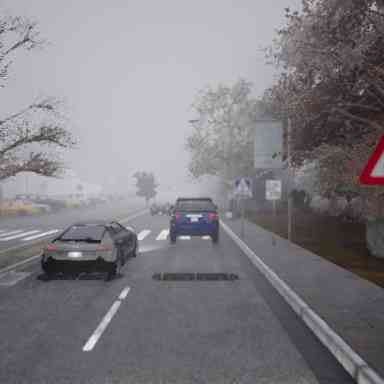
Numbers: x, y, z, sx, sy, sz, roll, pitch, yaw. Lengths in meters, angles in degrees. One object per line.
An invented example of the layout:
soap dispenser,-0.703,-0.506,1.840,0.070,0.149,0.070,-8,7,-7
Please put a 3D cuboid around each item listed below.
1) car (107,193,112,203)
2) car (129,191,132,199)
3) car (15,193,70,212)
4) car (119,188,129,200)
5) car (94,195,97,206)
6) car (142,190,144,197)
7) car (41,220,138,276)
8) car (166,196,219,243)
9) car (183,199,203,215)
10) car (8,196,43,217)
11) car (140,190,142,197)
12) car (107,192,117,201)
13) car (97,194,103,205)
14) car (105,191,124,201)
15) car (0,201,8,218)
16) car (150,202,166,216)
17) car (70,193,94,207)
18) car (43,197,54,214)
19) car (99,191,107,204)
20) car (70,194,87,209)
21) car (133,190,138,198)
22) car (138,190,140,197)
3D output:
car,-16.825,1.325,57.790,4.674,1.452,2.002,-1,1,-20
car,-16.639,1.048,72.861,5.366,1.575,1.946,-1,1,-20
car,-16.813,1.235,36.784,5.566,2.045,2.435,-1,0,-20
car,-16.795,0.848,69.805,5.566,2.045,2.435,-1,1,-20
car,-16.854,1.428,48.766,4.792,1.488,2.163,-1,1,-20
car,-16.808,0.818,93.799,4.892,1.521,2.231,-1,0,-20
car,-2.900,1.552,10.266,1.994,1.385,4.181,0,-1,0
car,0.100,1.226,16.329,2.150,2.045,5.566,0,0,0
car,0.100,1.505,34.425,1.837,1.490,4.892,0,0,0
car,-17.011,1.497,30.693,5.366,1.575,1.946,-1,0,-20
car,-16.836,0.718,90.788,4.553,1.767,2.185,-1,0,-20
car,-16.814,1.240,60.790,5.008,1.535,2.097,-1,1,-20
car,-16.829,1.408,51.791,4.674,1.452,2.002,-1,0,-20
car,-16.791,1.174,66.807,4.792,1.488,2.163,-1,1,-20
car,-16.817,1.529,24.769,4.792,1.488,2.163,-1,0,-20
car,-2.906,1.604,32.765,1.895,1.301,4.718,0,0,0
car,-16.859,1.177,45.765,5.566,2.045,2.435,-1,1,-20
car,-16.842,1.533,33.766,4.674,1.452,2.002,-1,0,-20
car,-16.857,1.202,54.778,4.553,1.767,2.185,-1,1,-20
car,-16.660,1.446,42.839,5.366,1.575,1.946,-1,0,-20
car,-16.835,0.687,81.774,5.566,2.045,2.435,-1,1,-20
car,-16.775,0.746,87.802,4.553,1.767,2.185,-1,1,-20
